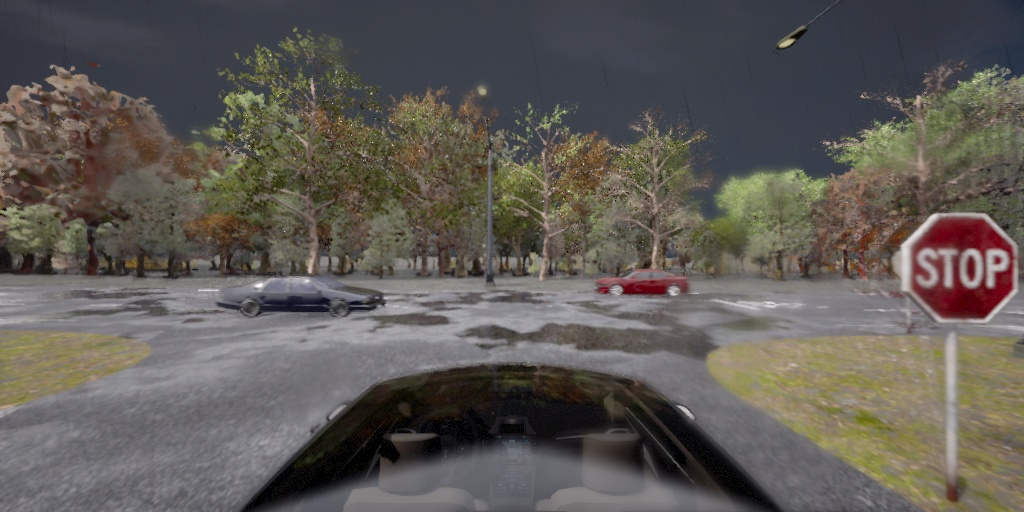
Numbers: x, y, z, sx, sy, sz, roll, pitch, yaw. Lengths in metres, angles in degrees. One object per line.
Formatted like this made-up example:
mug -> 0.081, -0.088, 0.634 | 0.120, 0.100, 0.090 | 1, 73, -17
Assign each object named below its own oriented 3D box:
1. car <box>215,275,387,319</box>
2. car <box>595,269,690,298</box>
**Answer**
car -> -7.409, 1.382, 12.850 | 5.357, 1.411, 2.033 | 1, 0, 0
car -> 7.140, 1.482, 19.828 | 5.008, 1.535, 1.882 | 0, -1, 0
